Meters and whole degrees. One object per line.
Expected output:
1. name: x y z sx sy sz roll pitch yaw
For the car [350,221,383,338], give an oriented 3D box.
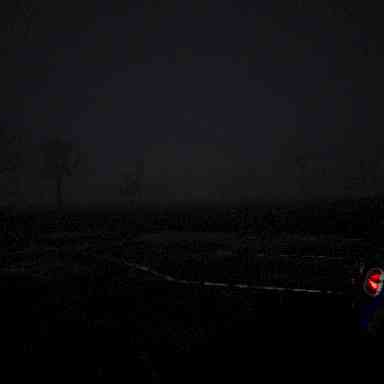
1. car: 4.559 1.136 4.276 4.553 1.767 2.097 -2 1 22
